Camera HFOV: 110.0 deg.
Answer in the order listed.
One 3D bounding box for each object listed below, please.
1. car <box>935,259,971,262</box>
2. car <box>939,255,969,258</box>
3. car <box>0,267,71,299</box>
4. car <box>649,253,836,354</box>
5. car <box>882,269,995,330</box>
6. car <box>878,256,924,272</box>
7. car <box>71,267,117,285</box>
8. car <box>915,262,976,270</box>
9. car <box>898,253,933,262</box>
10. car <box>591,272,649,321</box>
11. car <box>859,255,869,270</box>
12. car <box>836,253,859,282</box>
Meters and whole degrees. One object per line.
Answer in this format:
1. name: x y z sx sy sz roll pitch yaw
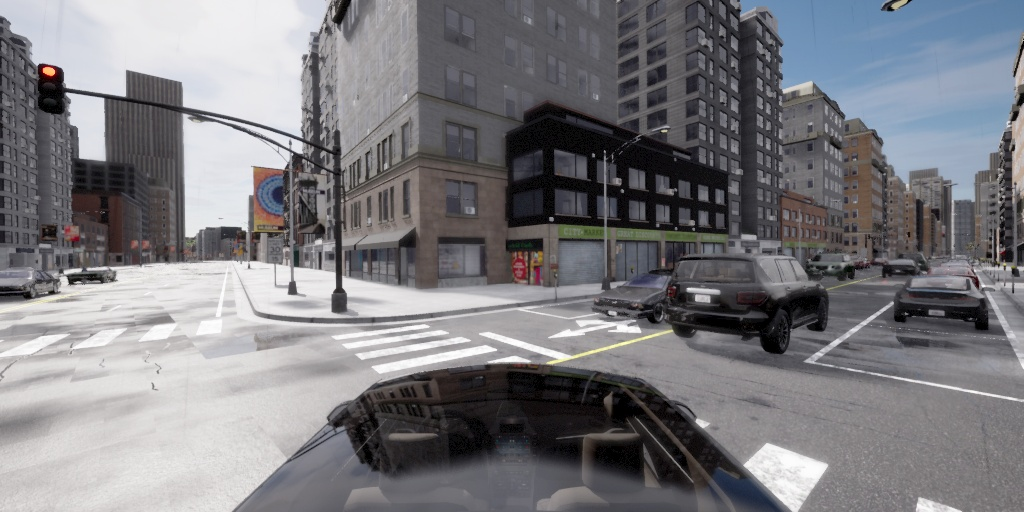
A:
1. car: 30.487 1.104 24.689 4.507 1.381 1.888 0 0 -38
2. car: 43.810 0.937 35.224 4.097 1.591 1.967 0 0 -38
3. car: -25.411 1.428 18.476 2.033 1.411 5.357 -1 0 -38
4. car: 5.989 0.944 8.964 5.566 2.045 2.150 0 0 -38
5. car: 12.723 1.228 10.643 4.403 1.370 2.007 0 0 -38
6. car: 32.088 1.025 29.515 5.008 1.535 1.882 0 0 -38
7. car: -33.285 1.504 28.500 1.895 1.301 4.718 -1 0 -38
8. car: 21.605 1.158 17.667 4.507 1.381 1.888 0 0 -38
9. car: 40.174 0.733 35.961 5.566 2.045 2.150 0 0 -38
10. car: 5.033 1.270 12.160 5.357 1.411 2.033 0 0 -38
11. car: 42.967 0.817 45.426 5.009 1.841 2.192 0 0 -38
12. car: 24.357 0.806 27.412 5.566 2.045 2.150 -1 0 -38
